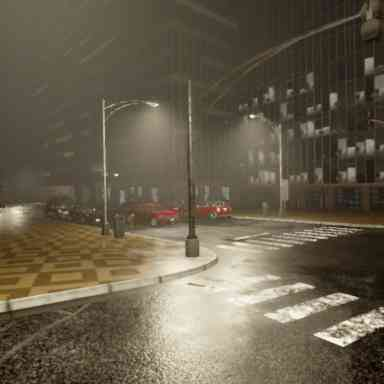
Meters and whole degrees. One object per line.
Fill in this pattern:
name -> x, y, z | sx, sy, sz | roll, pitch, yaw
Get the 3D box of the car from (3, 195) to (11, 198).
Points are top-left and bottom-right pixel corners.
car -> -42.965, 1.948, 79.597 | 1.887, 1.381, 4.507 | -2, 1, -41

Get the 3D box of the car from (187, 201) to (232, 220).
car -> 1.411, 1.466, 28.341 | 1.967, 1.590, 4.097 | -2, 1, -41

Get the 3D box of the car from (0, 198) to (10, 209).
car -> -30.821, 2.005, 52.765 | 1.802, 1.307, 4.206 | -2, 1, -41

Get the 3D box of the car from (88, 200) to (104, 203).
car -> -13.380, 1.720, 45.426 | 1.947, 1.339, 4.313 | -2, 1, -41

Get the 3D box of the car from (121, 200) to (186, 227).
car -> -2.969, 1.623, 24.549 | 1.882, 1.535, 5.008 | -2, 1, -41

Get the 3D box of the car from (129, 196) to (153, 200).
car -> -5.991, 1.406, 36.878 | 2.192, 1.841, 5.009 | -2, 1, -41

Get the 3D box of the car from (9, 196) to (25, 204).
car -> -39.267, 1.939, 75.325 | 1.947, 1.339, 4.313 | -2, 1, -41

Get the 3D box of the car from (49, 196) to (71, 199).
car -> -15.066, 1.474, 38.538 | 2.150, 2.045, 5.566 | -2, 0, -41

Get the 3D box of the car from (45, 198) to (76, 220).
car -> -12.364, 1.704, 31.435 | 1.967, 1.590, 4.097 | -2, 1, -41

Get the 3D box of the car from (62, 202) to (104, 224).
car -> -8.670, 1.798, 27.171 | 1.947, 1.339, 4.313 | -2, 1, -41
